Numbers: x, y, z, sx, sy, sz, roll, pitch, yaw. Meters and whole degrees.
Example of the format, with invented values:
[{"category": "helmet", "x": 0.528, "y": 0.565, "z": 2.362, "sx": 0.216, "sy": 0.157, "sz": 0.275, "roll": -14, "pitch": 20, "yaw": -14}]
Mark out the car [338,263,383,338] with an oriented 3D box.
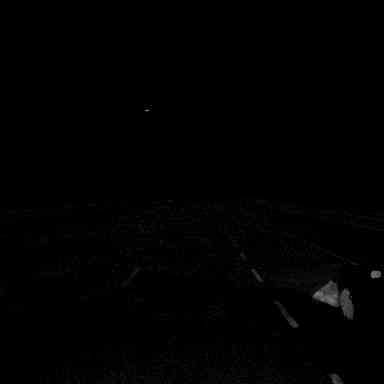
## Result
[{"category": "car", "x": 3.634, "y": 1.528, "z": 4.227, "sx": 1.882, "sy": 1.535, "sz": 5.008, "roll": 0, "pitch": 0, "yaw": 1}]
